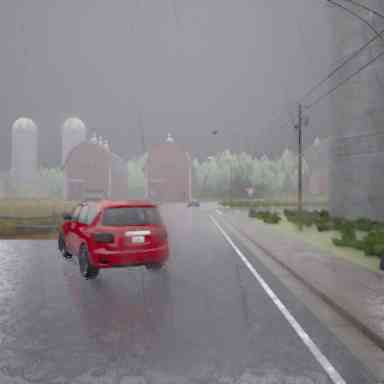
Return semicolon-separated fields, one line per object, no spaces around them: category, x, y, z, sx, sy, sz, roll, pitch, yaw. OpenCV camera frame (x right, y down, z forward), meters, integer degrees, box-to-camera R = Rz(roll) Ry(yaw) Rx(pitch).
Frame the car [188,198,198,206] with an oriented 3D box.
car;0.227;1.894;64.213;1.895;1.301;4.718;0;0;0

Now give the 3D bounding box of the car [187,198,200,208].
car;0.268;1.773;54.166;1.812;1.442;4.674;0;0;1

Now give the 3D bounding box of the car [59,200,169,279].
car;-2.702;1.272;10.611;2.150;2.045;5.566;0;0;-30
